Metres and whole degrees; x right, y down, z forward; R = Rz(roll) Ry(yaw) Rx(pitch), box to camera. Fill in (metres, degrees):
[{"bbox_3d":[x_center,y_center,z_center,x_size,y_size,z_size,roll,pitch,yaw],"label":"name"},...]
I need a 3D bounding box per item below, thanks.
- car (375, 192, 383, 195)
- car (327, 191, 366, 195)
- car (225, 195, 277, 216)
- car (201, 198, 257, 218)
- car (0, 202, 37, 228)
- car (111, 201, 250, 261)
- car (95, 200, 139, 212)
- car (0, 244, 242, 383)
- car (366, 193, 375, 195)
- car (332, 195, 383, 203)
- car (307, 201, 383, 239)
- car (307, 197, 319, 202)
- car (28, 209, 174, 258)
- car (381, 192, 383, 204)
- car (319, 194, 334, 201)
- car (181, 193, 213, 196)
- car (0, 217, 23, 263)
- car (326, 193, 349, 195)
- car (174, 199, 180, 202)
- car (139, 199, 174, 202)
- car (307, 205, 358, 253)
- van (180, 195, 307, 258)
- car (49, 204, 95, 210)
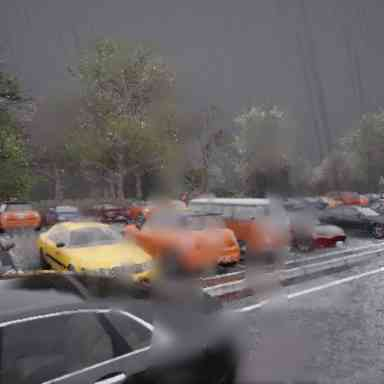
[{"bbox_3d":[23.553,1.011,43.824,2.185,1.767,4.553,-1,0,-35],"label":"car"},{"bbox_3d":[16.726,0.962,39.007,2.435,2.045,5.566,-1,0,-35],"label":"car"},{"bbox_3d":[5.447,1.212,31.060,2.185,1.767,4.553,-1,0,-35],"label":"car"},{"bbox_3d":[3.185,1.363,29.435,2.231,1.521,4.892,-1,0,-35],"label":"car"},{"bbox_3d":[-10.451,1.371,19.777,2.185,1.767,4.553,-1,0,-35],"label":"car"},{"bbox_3d":[-0.619,1.350,10.704,2.185,1.767,4.553,-1,0,-35],"label":"car"},{"bbox_3d":[-5.913,1.453,23.007,2.097,1.535,5.008,-1,0,-35],"label":"car"},{"bbox_3d":[-1.806,1.506,2.395,4.892,1.490,1.837,0,0,-35],"label":"car"},{"bbox_3d":[19.139,1.061,40.636,2.185,1.767,4.553,-1,0,-35],"label":"car"},{"bbox_3d":[10.755,1.238,18.722,2.185,1.767,4.553,-1,0,-35],"label":"car"},{"bbox_3d":[8.462,1.426,17.147,2.002,1.452,4.674,-1,0,-35],"label":"car"},{"bbox_3d":[10.034,1.317,34.219,2.163,1.488,4.792,-1,0,-35],"label":"car"},{"bbox_3d":[-2.804,1.494,8.975,1.946,1.575,5.366,-1,0,-35],"label":"car"},{"bbox_3d":[30.520,0.933,48.659,2.185,1.767,4.553,-1,0,-35],"label":"car"},{"bbox_3d":[12.291,1.263,35.853,2.097,1.535,5.008,-1,0,-35],"label":"car"},{"bbox_3d":[0.928,1.134,27.802,2.435,2.045,5.566,-1,0,-35],"label":"car"},{"bbox_3d":[-5.187,1.559,7.526,2.002,1.452,4.674,-1,0,-35],"label":"car"},{"bbox_3d":[14.361,1.235,37.533,1.946,1.575,5.366,-1,0,-35],"label":"car"},{"bbox_3d":[-1.367,1.408,26.224,2.097,1.535,5.008,-1,0,-35],"label":"car"},{"bbox_3d":[-3.623,1.305,24.589,2.185,1.767,4.553,-1,0,-35],"label":"car"},{"bbox_3d":[3.931,1.462,13.914,2.163,1.488,4.792,-1,0,-35],"label":"car"},{"bbox_3d":[1.653,1.229,12.201,1.878,1.987,4.442,-1,0,-35],"label":"van"},{"bbox_3d":[-8.193,1.515,21.410,2.002,1.452,4.674,-1,0,-35],"label":"car"}]
